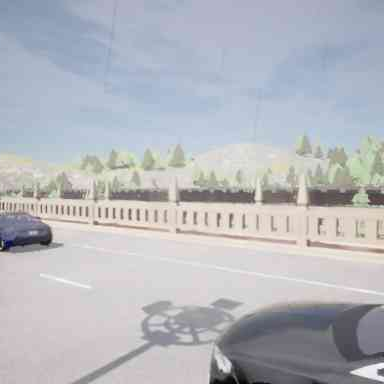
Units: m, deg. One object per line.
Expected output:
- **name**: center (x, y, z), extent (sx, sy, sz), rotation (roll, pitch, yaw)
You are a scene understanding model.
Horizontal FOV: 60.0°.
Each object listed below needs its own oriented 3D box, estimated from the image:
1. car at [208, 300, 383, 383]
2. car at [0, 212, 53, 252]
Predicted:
- **car**: center (2.384, 1.495, 2.291), extent (4.902, 1.511, 2.128), rotation (0, 0, 36)
- **car**: center (-7.625, 1.502, 13.738), extent (4.181, 1.385, 1.994), rotation (0, 0, 36)
